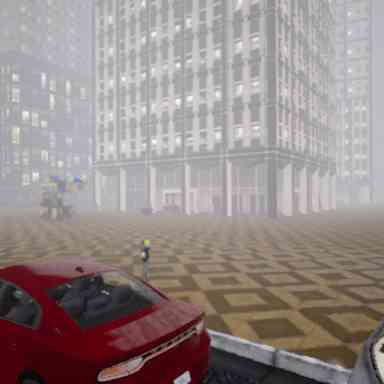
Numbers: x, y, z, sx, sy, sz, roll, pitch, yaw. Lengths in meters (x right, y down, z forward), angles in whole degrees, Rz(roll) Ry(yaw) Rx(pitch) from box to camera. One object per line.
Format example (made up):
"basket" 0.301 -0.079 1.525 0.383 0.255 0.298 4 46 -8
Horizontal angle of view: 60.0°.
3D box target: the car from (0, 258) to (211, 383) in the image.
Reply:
"car" -1.908 1.551 4.266 4.507 1.381 1.887 0 0 35

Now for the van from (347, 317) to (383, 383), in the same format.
"van" 2.657 1.337 1.130 3.998 1.788 1.690 0 0 35
